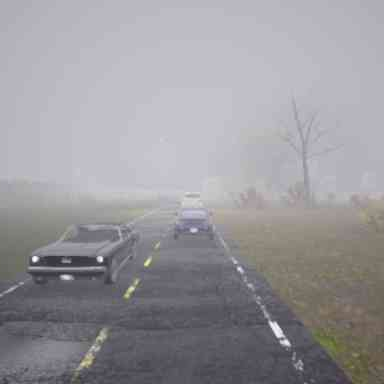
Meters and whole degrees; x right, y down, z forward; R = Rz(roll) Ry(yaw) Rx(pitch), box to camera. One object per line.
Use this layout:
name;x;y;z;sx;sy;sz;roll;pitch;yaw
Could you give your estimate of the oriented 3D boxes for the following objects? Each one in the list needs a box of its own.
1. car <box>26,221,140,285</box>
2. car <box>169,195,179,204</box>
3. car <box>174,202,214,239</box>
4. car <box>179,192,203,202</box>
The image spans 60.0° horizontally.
car;-2.762;1.562;9.527;1.895;1.301;4.718;0;0;0
car;-2.836;1.287;55.451;1.837;1.490;4.892;0;0;0
car;0.075;1.453;16.585;1.812;1.442;4.674;0;0;0
car;0.043;1.063;36.725;2.150;2.045;5.566;0;0;0
